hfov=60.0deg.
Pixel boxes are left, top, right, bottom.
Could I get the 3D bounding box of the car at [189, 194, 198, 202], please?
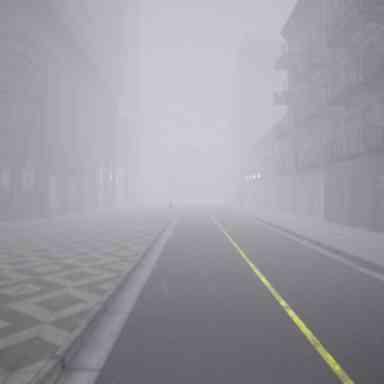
[{"bbox_3d":[0.323,1.439,83.735,2.150,2.045,5.566,0,0,0],"label":"car"}]
